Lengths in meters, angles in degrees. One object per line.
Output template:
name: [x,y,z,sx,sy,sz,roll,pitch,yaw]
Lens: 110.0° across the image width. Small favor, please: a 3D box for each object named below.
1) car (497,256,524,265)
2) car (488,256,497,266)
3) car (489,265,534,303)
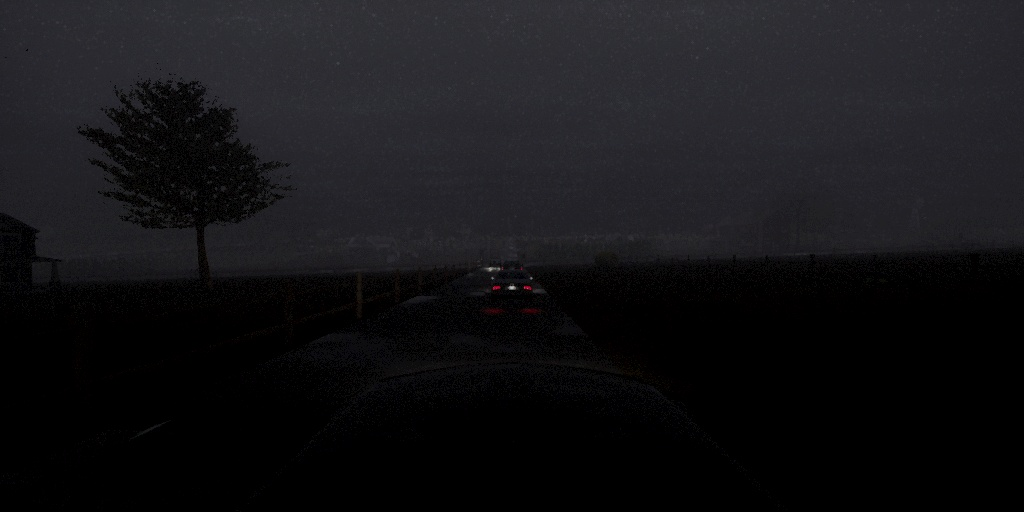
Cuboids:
car: [0.001,1.078,31.493,2.097,1.767,4.553,0,0,0]
car: [-2.749,0.952,60.509,2.150,2.045,5.566,0,0,0]
car: [0.000,1.299,16.512,2.033,1.411,5.357,0,0,0]
